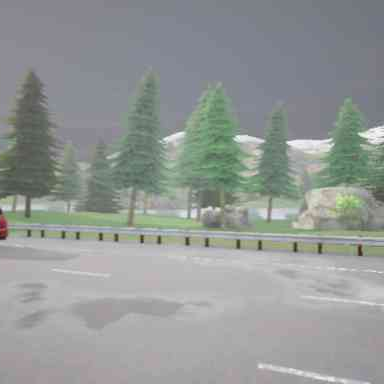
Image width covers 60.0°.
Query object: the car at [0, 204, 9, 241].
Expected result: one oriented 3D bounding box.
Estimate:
[{"bbox_3d":[-10.750,1.424,14.582,5.566,2.045,2.150,0,-1,19],"label":"car"}]
